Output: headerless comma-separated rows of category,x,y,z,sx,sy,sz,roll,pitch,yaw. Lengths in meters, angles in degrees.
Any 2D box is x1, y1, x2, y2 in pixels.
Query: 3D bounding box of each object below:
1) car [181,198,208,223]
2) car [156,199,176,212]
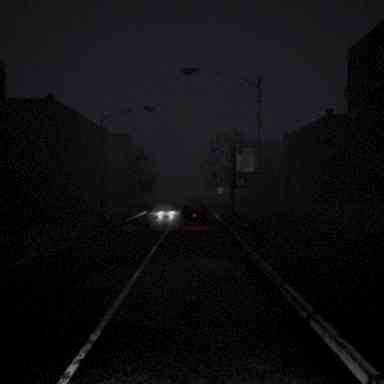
car,0.198,1.435,24.977,1.882,1.535,5.008,0,0,0
car,-2.908,1.484,38.205,1.994,1.385,4.181,0,0,0
